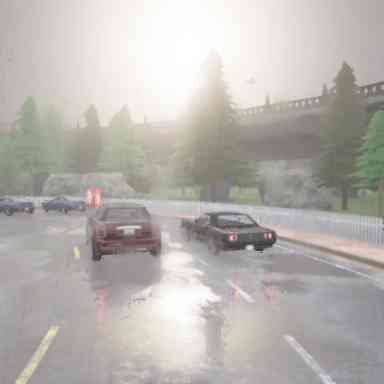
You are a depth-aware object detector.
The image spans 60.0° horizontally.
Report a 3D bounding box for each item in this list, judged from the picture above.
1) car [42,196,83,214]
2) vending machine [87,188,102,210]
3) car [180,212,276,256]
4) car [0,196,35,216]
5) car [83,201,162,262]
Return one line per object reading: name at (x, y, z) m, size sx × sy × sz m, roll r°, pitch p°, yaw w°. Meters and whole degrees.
car at (-10.695, 1.045, 27.897) m, size 4.674 × 1.442 × 1.812 m, roll 1°, pitch 1°, yaw 38°
vending machine at (-9.437, 0.638, 32.151) m, size 0.880 × 2.100 × 1.100 m, roll 1°, pitch 1°, yaw 34°
car at (1.053, 1.380, 12.335) m, size 1.895 × 1.301 × 4.718 m, roll 0°, pitch 1°, yaw -19°
car at (-14.251, 1.079, 26.183) m, size 4.674 × 1.442 × 1.812 m, roll 1°, pitch 1°, yaw 35°
car at (-2.555, 1.146, 11.679) m, size 2.097 × 1.767 × 4.553 m, roll 0°, pitch 1°, yaw -20°
